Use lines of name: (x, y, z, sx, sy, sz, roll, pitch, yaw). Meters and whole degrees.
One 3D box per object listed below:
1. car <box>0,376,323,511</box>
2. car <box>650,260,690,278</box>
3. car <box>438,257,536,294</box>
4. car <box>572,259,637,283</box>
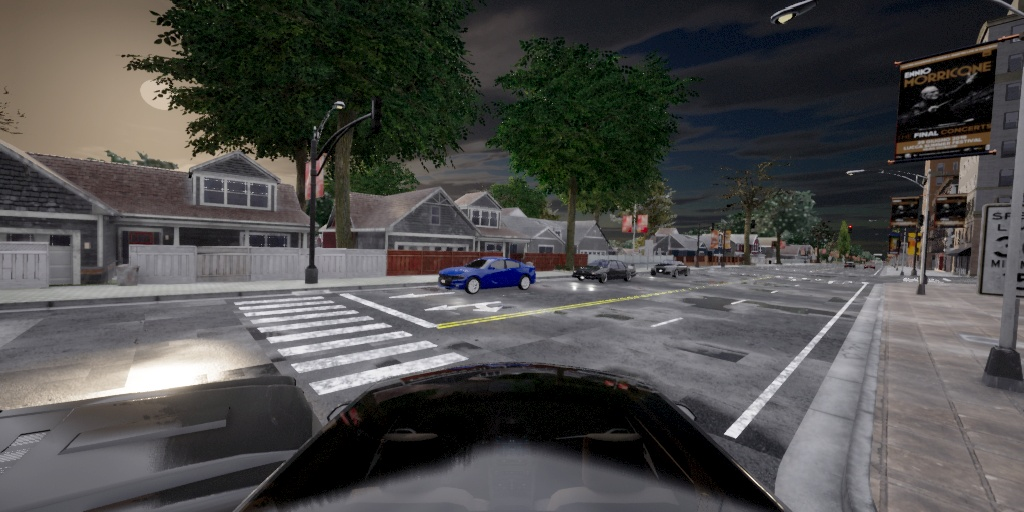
car: (-3.316, 1.279, 1.368, 4.718, 1.301, 1.895, 1, 2, -34)
car: (13.416, 1.022, 30.296, 4.181, 1.385, 1.994, 1, 2, -44)
car: (-1.029, 0.791, 16.540, 5.008, 1.535, 1.882, 0, 2, -44)
car: (6.178, 0.931, 23.417, 5.357, 1.411, 2.033, 1, 2, -44)
